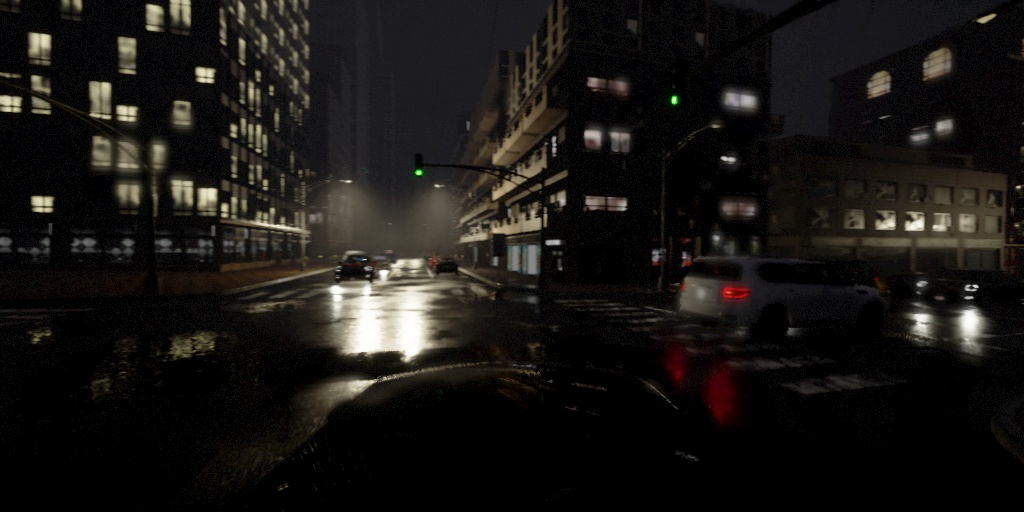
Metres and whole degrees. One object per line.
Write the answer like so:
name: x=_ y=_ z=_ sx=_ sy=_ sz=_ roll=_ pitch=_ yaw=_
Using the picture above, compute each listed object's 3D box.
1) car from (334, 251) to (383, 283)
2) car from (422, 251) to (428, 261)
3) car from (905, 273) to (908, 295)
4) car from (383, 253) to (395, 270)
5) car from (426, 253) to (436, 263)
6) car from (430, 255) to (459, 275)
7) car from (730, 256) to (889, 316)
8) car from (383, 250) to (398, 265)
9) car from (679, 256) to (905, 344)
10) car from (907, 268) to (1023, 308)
car: x=-9.552 y=0.678 z=22.383 sx=2.097 sy=1.767 sz=4.553 roll=0 pitch=1 yaw=-15
car: x=-12.339 y=0.317 z=55.168 sx=2.007 sy=1.370 sz=4.403 roll=0 pitch=0 yaw=-15
car: x=22.317 y=1.602 z=19.937 sx=4.313 sy=1.339 sz=1.948 roll=0 pitch=0 yaw=-16
car: x=-12.943 y=0.663 z=35.098 sx=1.994 sy=1.385 sz=4.181 roll=0 pitch=1 yaw=-14
car: x=-7.953 y=0.604 z=38.785 sx=1.888 sy=1.381 sz=4.507 roll=0 pitch=0 yaw=-15
car: x=-5.376 y=0.797 z=29.158 sx=1.948 sy=1.339 sz=4.313 roll=0 pitch=0 yaw=-15
car: x=11.810 y=1.094 z=14.299 sx=5.566 sy=2.045 sz=2.150 roll=1 pitch=1 yaw=-17
car: x=-16.446 y=0.342 z=48.227 sx=1.882 sy=1.535 sz=5.008 roll=0 pitch=2 yaw=-15
car: x=7.363 y=1.062 z=9.817 sx=5.566 sy=2.045 sz=2.150 roll=1 pitch=1 yaw=-16
car: x=21.890 y=1.419 z=17.104 sx=4.553 sy=1.767 sz=2.097 roll=1 pitch=1 yaw=-16
